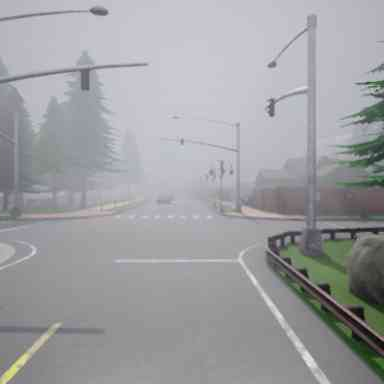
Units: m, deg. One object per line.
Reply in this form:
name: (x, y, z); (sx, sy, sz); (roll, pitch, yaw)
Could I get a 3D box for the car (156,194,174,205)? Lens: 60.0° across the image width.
car: (-4.117, 1.033, 48.312); (1.882, 1.535, 5.008); (0, 0, 0)

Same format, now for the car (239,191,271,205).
car: (8.430, 0.761, 44.835); (3.866, 1.878, 1.905); (0, 0, -1)

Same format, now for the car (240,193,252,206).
car: (8.845, 0.780, 42.325); (4.605, 1.855, 1.932); (0, 0, -1)
